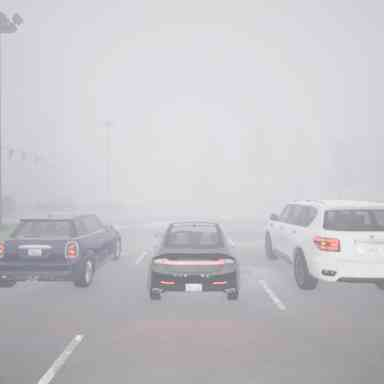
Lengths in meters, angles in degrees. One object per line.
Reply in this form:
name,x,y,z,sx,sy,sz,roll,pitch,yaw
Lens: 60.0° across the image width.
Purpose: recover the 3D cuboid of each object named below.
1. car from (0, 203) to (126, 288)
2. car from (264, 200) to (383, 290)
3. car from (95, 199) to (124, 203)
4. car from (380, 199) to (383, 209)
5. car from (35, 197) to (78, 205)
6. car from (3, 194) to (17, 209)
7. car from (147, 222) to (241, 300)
car,-3.439,1.352,9.443,2.097,1.767,4.553,0,0,0
car,3.557,1.221,9.218,2.150,2.045,5.566,0,0,0
car,-10.179,1.525,39.163,4.674,1.442,1.812,0,0,5
car,27.961,1.600,44.407,4.718,1.301,1.895,0,0,0
car,-14.452,1.351,35.314,4.553,1.767,2.097,0,0,-7
car,-19.059,1.221,30.406,5.566,2.045,2.150,0,0,-14
car,0.054,1.491,8.362,2.128,1.511,4.902,0,0,1
